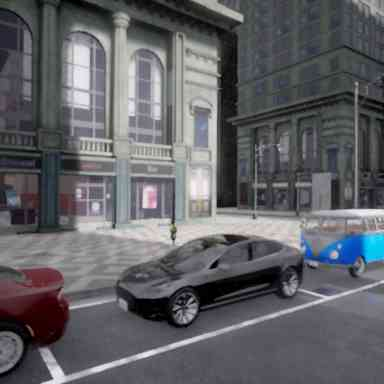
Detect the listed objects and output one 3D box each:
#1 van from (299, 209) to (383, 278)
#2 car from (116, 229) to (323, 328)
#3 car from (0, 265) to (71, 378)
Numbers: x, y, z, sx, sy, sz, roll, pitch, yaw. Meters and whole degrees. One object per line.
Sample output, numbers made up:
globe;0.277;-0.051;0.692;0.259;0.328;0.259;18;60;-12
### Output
van;4.996;1.434;10.197;3.998;1.788;1.690;1;-1;-35
car;0.583;1.607;7.059;4.313;1.339;1.947;1;-1;-35
car;-3.828;1.535;3.923;4.507;1.381;1.887;1;-1;-35
